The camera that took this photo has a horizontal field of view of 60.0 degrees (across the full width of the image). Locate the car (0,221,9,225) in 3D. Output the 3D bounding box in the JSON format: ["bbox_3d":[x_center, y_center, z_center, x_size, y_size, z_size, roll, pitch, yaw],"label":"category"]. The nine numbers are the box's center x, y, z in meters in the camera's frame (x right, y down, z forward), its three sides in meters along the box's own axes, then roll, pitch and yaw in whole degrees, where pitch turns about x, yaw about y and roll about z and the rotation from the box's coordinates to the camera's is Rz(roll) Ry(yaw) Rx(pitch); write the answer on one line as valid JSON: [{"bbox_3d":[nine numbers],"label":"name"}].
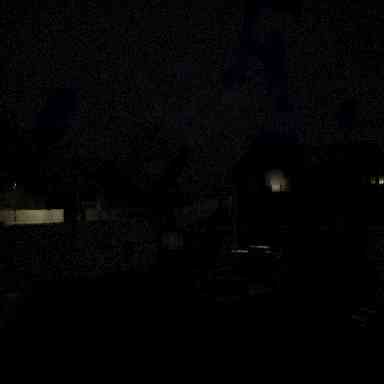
[{"bbox_3d":[-12.720,2.299,20.284,5.008,1.535,1.882,-2,0,18],"label":"car"}]

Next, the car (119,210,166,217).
[{"bbox_3d":[-3.553,1.899,20.215,4.553,1.767,2.097,-2,0,20],"label":"car"}]

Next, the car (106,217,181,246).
[{"bbox_3d":[-3.019,2.143,17.048,4.718,1.301,1.895,-2,0,20],"label":"car"}]
